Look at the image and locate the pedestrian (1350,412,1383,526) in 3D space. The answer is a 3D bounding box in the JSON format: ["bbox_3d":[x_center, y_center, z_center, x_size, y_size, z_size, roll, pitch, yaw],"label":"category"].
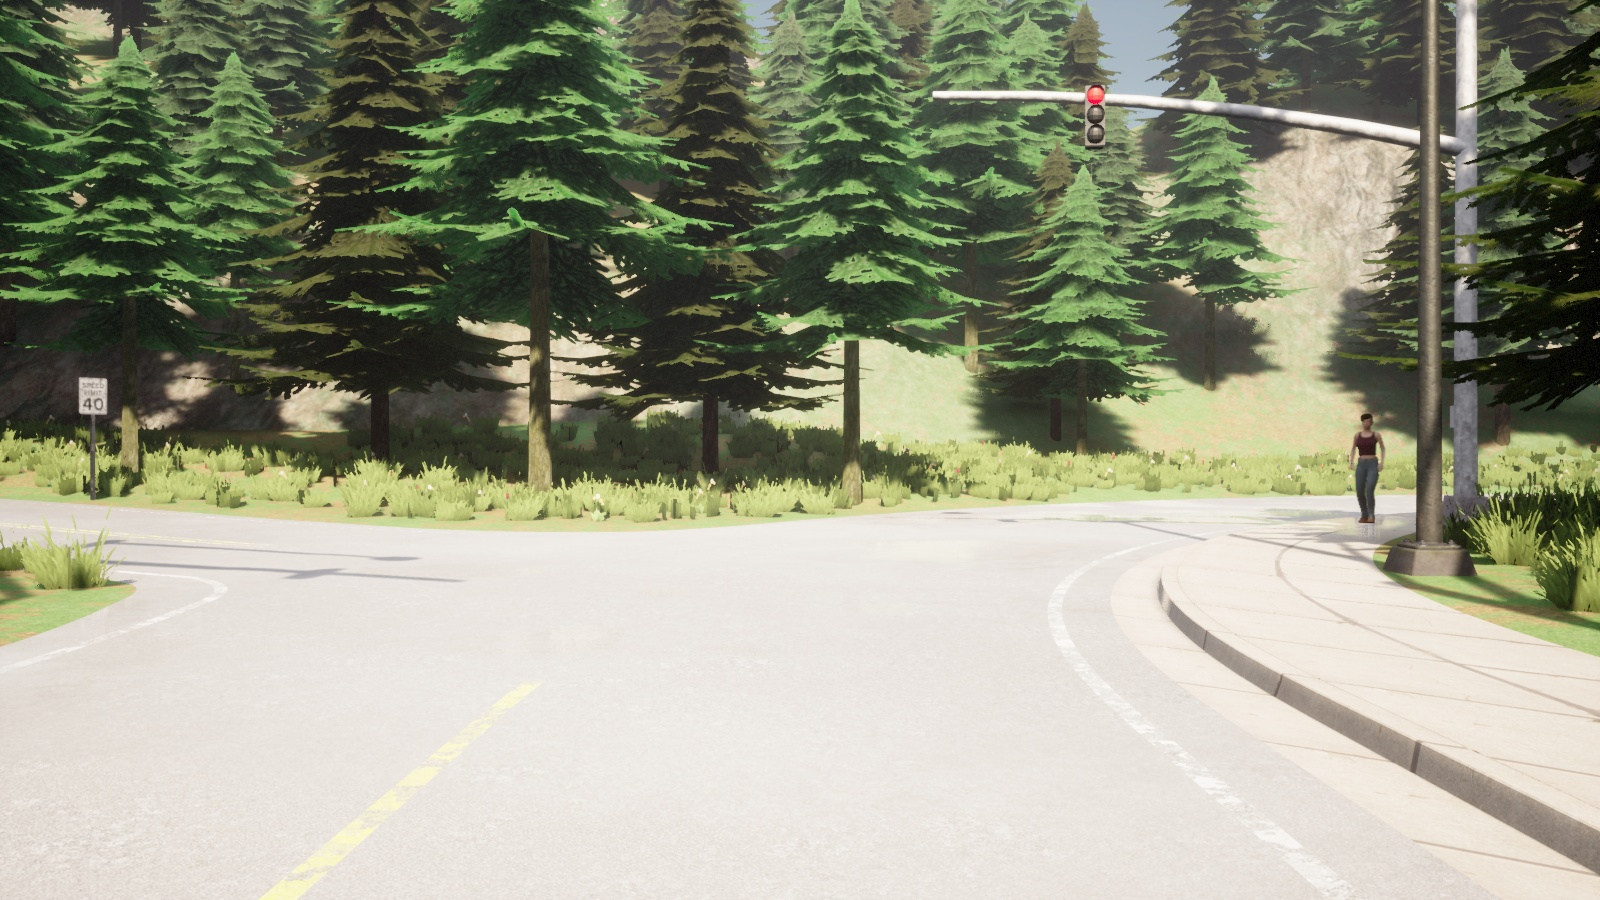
[{"bbox_3d":[9.289,0.300,20.588,0.345,1.836,0.594,0,0,41],"label":"pedestrian"}]
